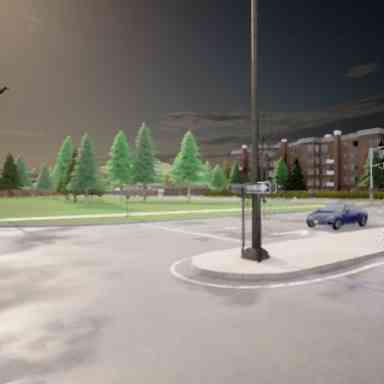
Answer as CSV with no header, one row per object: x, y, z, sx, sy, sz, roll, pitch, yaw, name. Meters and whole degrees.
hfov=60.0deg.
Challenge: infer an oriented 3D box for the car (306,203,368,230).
8.882,1.384,20.135,4.674,1.442,1.812,-1,0,-36,car
